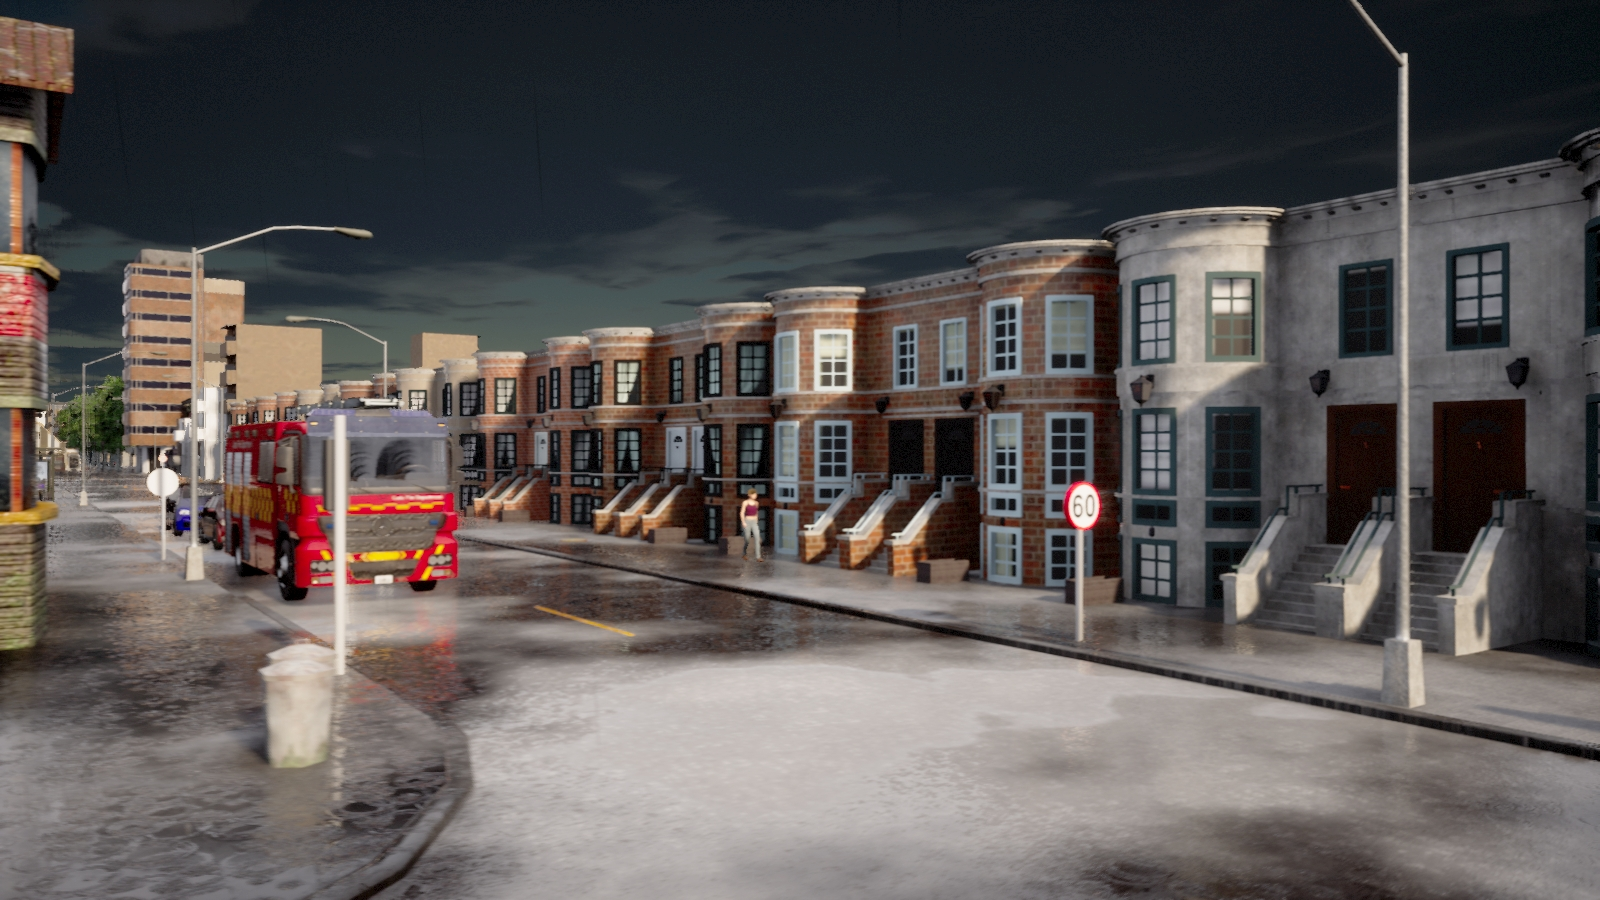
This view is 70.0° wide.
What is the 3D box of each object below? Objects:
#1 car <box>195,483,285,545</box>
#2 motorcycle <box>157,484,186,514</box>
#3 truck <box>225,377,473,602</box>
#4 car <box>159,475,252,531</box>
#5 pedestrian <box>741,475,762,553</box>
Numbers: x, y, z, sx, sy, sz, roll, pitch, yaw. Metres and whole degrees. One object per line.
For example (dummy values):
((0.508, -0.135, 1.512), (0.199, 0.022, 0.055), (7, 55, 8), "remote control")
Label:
((-16.344, 1.800, 33.278), (1.789, 1.549, 3.705), (0, 1, -35), "car")
((-25.609, 1.995, 46.534), (0.803, 1.145, 2.033), (0, 0, -35), "motorcycle")
((-9.651, 0.673, 23.730), (2.891, 3.827, 8.468), (0, 0, -35), "truck")
((-20.357, 1.749, 39.025), (2.242, 1.667, 4.611), (0, 0, -35), "car")
((-1.169, 1.527, 27.475), (0.375, 1.860, 0.375), (0, 0, -27), "pedestrian")
